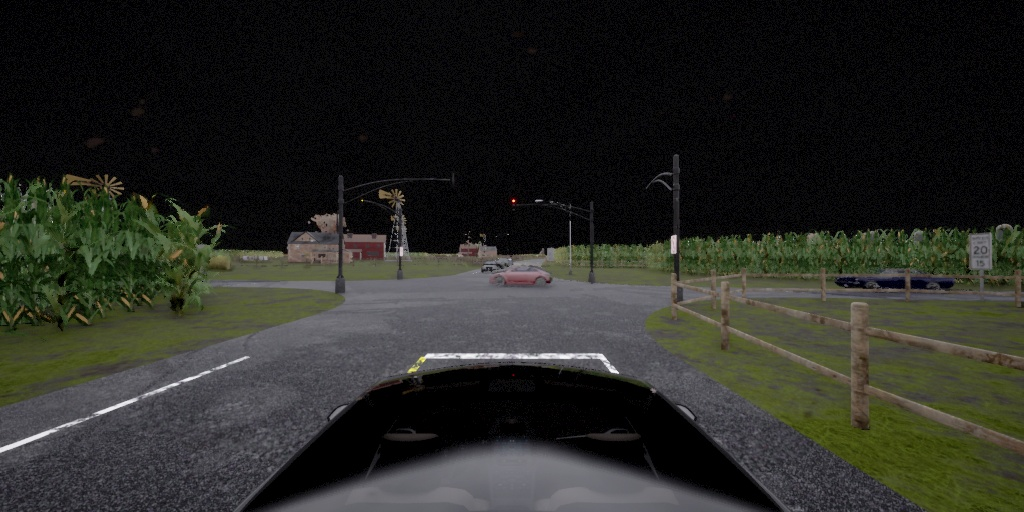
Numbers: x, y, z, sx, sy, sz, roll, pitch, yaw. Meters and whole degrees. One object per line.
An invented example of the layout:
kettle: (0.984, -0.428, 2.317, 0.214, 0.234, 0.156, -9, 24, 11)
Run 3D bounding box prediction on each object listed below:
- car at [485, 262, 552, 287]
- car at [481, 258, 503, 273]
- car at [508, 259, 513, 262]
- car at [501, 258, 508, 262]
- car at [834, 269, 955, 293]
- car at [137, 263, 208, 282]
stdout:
car: (0.612, 1.311, 24.066, 4.181, 1.385, 1.994, 0, 0, 10)
car: (-2.571, 1.309, 43.794, 1.994, 1.385, 4.181, 0, 0, 3)
car: (-1.532, 1.084, 61.984, 2.097, 1.767, 4.553, 0, 0, 4)
car: (-2.122, 1.341, 52.606, 1.895, 1.301, 4.718, 0, 0, 3)
car: (21.591, 1.403, 20.482, 4.718, 1.301, 1.895, 0, -1, 9)
car: (-24.172, 1.195, 25.400, 4.902, 1.511, 2.128, 0, -1, 10)
